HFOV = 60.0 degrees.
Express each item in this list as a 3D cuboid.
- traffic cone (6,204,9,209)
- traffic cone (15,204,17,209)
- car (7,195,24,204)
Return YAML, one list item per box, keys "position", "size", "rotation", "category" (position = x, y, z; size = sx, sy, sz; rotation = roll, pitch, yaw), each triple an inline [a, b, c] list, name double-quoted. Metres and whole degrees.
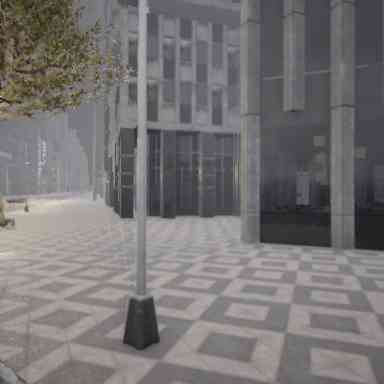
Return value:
- position: [-23.080, 1.847, 41.592]
  size: [0.340, 0.580, 0.340]
  rotation: [0, 0, -16]
  category: "traffic cone"
- position: [-22.120, 1.852, 41.869]
  size: [0.340, 0.580, 0.340]
  rotation: [0, 0, -16]
  category: "traffic cone"
- position: [-30.591, 1.297, 57.749]
  size: [1.882, 1.535, 5.008]
  rotation: [0, 0, -16]
  category: "car"
